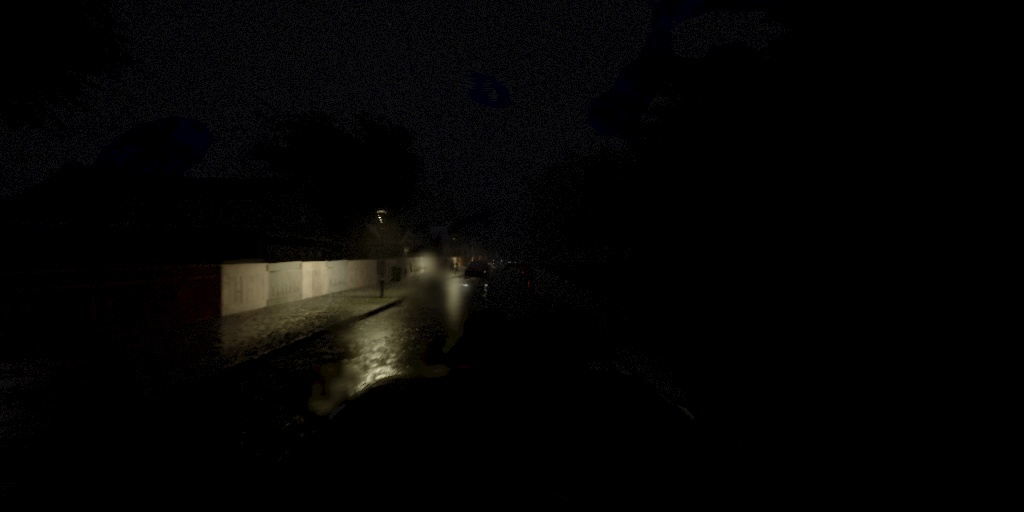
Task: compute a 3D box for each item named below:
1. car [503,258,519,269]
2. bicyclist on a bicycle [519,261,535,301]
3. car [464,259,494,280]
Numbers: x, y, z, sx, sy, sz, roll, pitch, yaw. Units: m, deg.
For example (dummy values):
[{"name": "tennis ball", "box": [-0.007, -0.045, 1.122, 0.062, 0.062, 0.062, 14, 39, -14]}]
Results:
[{"name": "car", "box": [0.093, 1.100, 54.613, 2.128, 1.511, 4.902, 0, 0, 0]}, {"name": "bicyclist on a bicycle", "box": [0.757, 1.156, 16.134, 0.582, 1.620, 1.656, 0, 0, 0]}, {"name": "car", "box": [-2.844, 1.144, 30.127, 1.882, 1.535, 5.008, 0, 0, 0]}]
